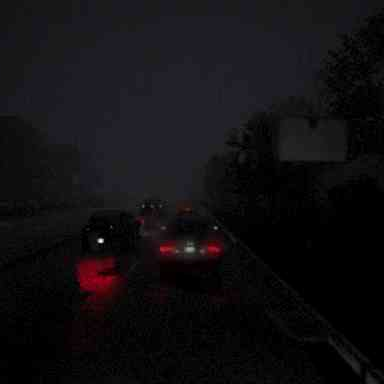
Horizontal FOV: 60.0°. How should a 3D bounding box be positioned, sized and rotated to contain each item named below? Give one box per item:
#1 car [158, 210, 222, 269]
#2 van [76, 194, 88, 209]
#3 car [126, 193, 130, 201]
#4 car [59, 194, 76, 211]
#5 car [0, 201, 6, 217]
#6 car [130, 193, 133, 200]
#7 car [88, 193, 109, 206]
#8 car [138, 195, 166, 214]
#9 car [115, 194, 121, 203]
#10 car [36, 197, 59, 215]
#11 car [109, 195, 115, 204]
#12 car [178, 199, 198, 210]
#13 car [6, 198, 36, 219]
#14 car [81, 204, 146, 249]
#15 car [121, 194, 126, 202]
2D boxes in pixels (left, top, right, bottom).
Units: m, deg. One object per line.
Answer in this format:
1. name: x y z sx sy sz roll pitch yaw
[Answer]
1. car: -0.077 1.544 11.148 2.033 1.411 5.357 0 0 -1
2. van: -16.124 1.245 45.186 1.878 1.987 4.442 0 0 -1
3. car: -16.732 1.341 78.480 2.185 1.767 4.553 0 0 -1
4. car: -16.026 1.345 39.810 2.185 1.767 4.553 0 0 -1
5. car: -15.724 1.474 23.338 2.231 1.521 4.892 0 0 -1
6. car: -16.835 1.506 84.100 2.002 1.452 4.674 0 0 -1
7. car: -16.330 1.218 56.448 2.435 2.045 5.566 0 0 -1
8. car: -3.646 1.348 32.217 2.097 1.767 4.553 0 0 -1
9. car: -16.530 1.469 67.406 2.231 1.521 4.892 0 0 -1
10. car: -15.925 1.346 34.286 2.185 1.767 4.553 0 0 -1
11. car: -16.429 1.468 61.881 2.097 1.535 5.008 0 0 -1
12. car: -0.423 1.465 34.160 1.882 1.535 5.008 0 0 -1
13. car: -15.826 1.513 28.858 2.002 1.452 4.674 0 0 -1
14. car: -3.372 1.509 14.599 1.837 1.490 4.892 0 1 -1
15. car: -16.631 1.341 72.955 2.185 1.767 4.553 0 0 -1
